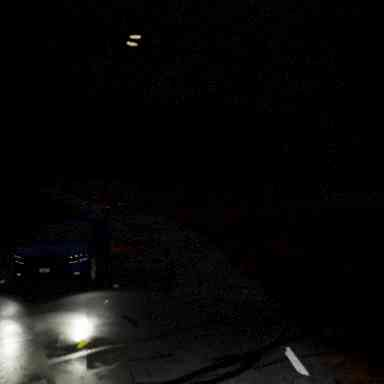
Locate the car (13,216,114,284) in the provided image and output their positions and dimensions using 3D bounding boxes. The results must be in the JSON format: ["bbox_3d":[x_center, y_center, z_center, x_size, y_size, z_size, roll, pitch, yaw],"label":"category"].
[{"bbox_3d":[-3.600,1.559,10.124,1.882,1.535,5.008,0,-1,-5],"label":"car"}]

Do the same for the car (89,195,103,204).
[{"bbox_3d":[-17.579,1.317,60.698,1.812,1.442,4.674,-1,2,-29],"label":"car"}]

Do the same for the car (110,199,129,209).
[{"bbox_3d":[-10.178,1.639,46.466,2.033,1.411,5.357,0,1,-25],"label":"car"}]
